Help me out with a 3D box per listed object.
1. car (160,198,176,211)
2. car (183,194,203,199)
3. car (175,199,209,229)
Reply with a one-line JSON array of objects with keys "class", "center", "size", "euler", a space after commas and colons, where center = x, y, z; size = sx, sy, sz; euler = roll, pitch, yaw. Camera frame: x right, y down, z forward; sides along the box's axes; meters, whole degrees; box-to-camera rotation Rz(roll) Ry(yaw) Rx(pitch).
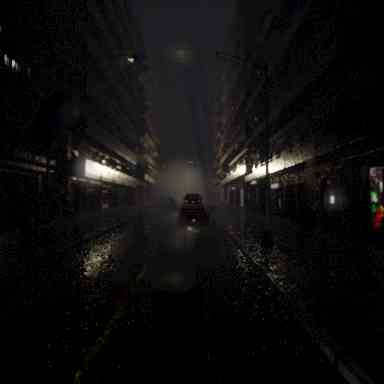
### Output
[{"class": "car", "center": [-2.841, 1.454, 40.856], "size": [1.882, 1.535, 5.008], "euler": [0, 0, 0]}, {"class": "car", "center": [0.100, 1.200, 39.535], "size": [2.150, 2.045, 5.566], "euler": [0, 0, 0]}, {"class": "car", "center": [0.099, 1.472, 21.607], "size": [1.882, 1.535, 5.008], "euler": [0, 0, 0]}]
